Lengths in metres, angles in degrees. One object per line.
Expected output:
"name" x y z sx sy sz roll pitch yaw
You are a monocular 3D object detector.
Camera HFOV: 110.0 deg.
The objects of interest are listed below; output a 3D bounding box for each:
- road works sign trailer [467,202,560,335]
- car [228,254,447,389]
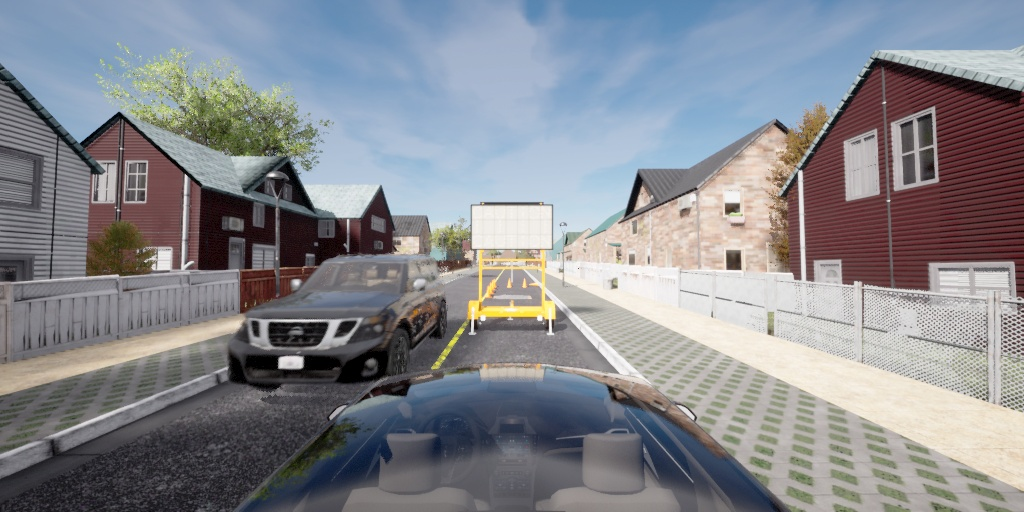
"road works sign trailer" -0.001 0.227 10.551 2.380 3.560 2.880 0 0 1
"car" -2.748 0.977 7.224 2.150 2.045 5.566 0 0 0
